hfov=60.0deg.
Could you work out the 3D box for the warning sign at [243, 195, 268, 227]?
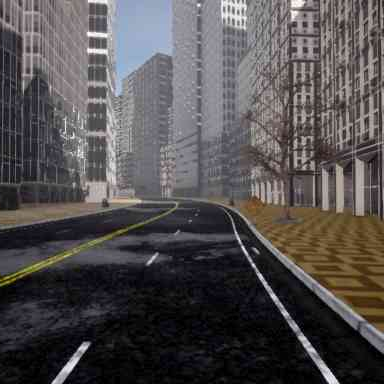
[{"bbox_3d":[3.776,1.115,19.944,1.300,1.860,1.060,-1,-1,5],"label":"warning sign"}]
